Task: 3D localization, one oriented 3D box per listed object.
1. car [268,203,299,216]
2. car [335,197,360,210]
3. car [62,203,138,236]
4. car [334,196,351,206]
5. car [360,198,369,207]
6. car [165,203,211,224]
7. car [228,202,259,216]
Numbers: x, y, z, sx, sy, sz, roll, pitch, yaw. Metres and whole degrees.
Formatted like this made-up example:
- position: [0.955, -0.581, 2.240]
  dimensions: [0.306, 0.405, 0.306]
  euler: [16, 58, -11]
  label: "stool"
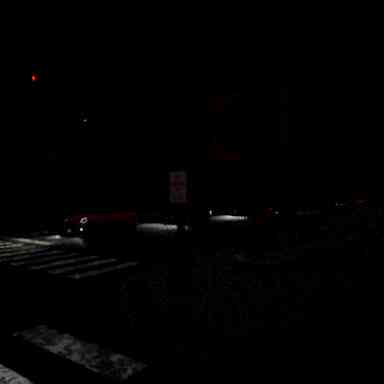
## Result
- position: [9.947, 1.815, 35.877]
  dimensions: [1.895, 1.301, 4.718]
  euler: [-1, -1, 35]
  label: "car"
- position: [21.518, 1.767, 46.649]
  dimensions: [2.033, 1.411, 5.357]
  euler: [-1, -1, 36]
  label: "car"
- position: [-5.443, 1.560, 20.072]
  dimensions: [2.097, 1.767, 4.553]
  euler: [-1, -1, 35]
  label: "car"
- position: [27.662, 1.651, 60.970]
  dimensions: [2.097, 1.767, 4.553]
  euler: [-1, -1, 35]
  label: "car"
- position: [29.831, 1.767, 58.402]
  dimensions: [1.837, 1.490, 4.892]
  euler: [-1, -1, 35]
  label: "car"
- position: [-0.219, 1.729, 27.465]
  dimensions: [1.837, 1.490, 4.892]
  euler: [-1, -1, 35]
  label: "car"
- position: [5.570, 1.809, 35.650]
  dimensions: [1.994, 1.385, 4.181]
  euler: [-1, -1, 35]
  label: "car"
